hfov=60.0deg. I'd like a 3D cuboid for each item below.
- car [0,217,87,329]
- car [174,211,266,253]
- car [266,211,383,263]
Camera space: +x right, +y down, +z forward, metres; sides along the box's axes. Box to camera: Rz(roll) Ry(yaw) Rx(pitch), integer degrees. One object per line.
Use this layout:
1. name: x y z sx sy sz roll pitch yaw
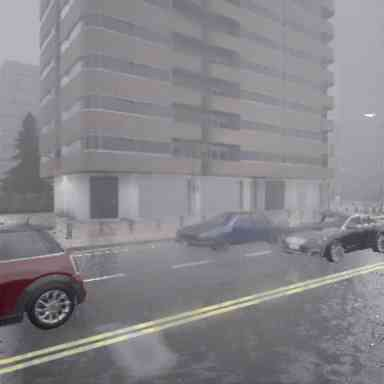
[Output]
1. car: -4.175 1.351 5.314 4.553 1.767 2.097 0 0 -36
2. car: 1.908 1.535 13.945 5.357 1.411 2.033 0 0 -35
3. car: 5.255 1.477 12.027 4.902 1.511 2.128 0 0 -35
